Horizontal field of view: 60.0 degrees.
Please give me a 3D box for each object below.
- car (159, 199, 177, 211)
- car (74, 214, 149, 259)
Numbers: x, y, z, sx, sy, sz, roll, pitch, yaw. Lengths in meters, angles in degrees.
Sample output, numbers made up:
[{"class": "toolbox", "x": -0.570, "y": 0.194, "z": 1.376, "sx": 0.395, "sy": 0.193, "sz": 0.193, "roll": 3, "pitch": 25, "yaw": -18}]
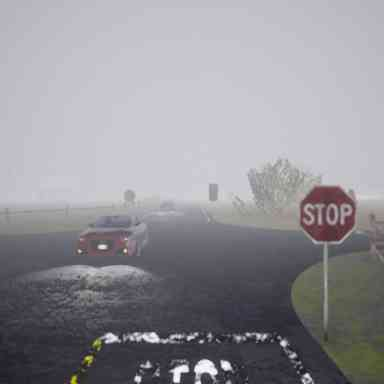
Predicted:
[{"class": "car", "x": -2.838, "y": 1.561, "z": 40.034, "sx": 1.895, "sy": 1.301, "sz": 4.718, "roll": 0, "pitch": 0, "yaw": -1}, {"class": "car", "x": -2.776, "y": 1.518, "z": 12.277, "sx": 1.994, "sy": 1.385, "sz": 4.181, "roll": -1, "pitch": 0, "yaw": 0}]
